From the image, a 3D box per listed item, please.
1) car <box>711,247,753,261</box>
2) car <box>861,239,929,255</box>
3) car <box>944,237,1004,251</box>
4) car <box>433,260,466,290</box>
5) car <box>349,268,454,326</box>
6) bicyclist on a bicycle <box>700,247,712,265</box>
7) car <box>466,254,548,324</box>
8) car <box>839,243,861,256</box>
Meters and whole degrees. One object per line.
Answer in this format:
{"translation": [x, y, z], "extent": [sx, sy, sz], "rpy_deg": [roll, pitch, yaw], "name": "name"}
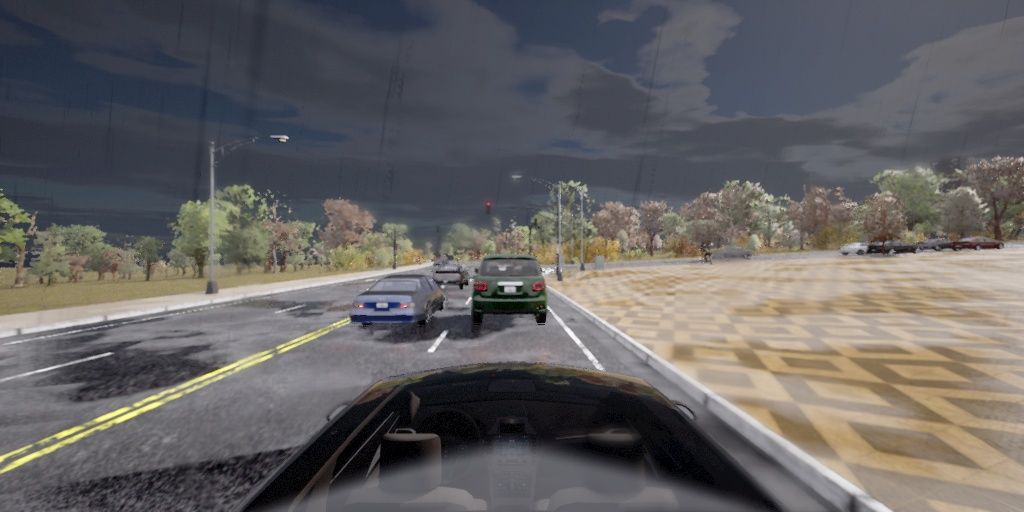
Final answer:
{"translation": [26.456, -0.252, 43.457], "extent": [4.902, 1.511, 2.128], "rpy_deg": [-3, 0, -4], "name": "car"}
{"translation": [40.589, -0.889, 38.083], "extent": [5.008, 1.535, 1.882], "rpy_deg": [-3, 0, -6], "name": "car"}
{"translation": [50.958, -1.348, 39.314], "extent": [5.008, 1.535, 1.882], "rpy_deg": [-3, 0, -8], "name": "car"}
{"translation": [-3.737, 1.240, 22.443], "extent": [2.128, 1.511, 4.902], "rpy_deg": [0, 0, -1], "name": "car"}
{"translation": [-3.345, 1.293, 11.569], "extent": [2.033, 1.411, 5.357], "rpy_deg": [0, 0, -1], "name": "car"}
{"translation": [17.238, -0.021, 31.904], "extent": [0.582, 1.620, 1.656], "rpy_deg": [-2, 0, -3], "name": "bicyclist on a bicycle"}
{"translation": [-0.110, 0.968, 12.062], "extent": [2.150, 2.045, 5.566], "rpy_deg": [0, 0, -1], "name": "car"}
{"translation": [40.366, -0.838, 41.327], "extent": [4.674, 1.442, 1.812], "rpy_deg": [-2, 0, -6], "name": "car"}
